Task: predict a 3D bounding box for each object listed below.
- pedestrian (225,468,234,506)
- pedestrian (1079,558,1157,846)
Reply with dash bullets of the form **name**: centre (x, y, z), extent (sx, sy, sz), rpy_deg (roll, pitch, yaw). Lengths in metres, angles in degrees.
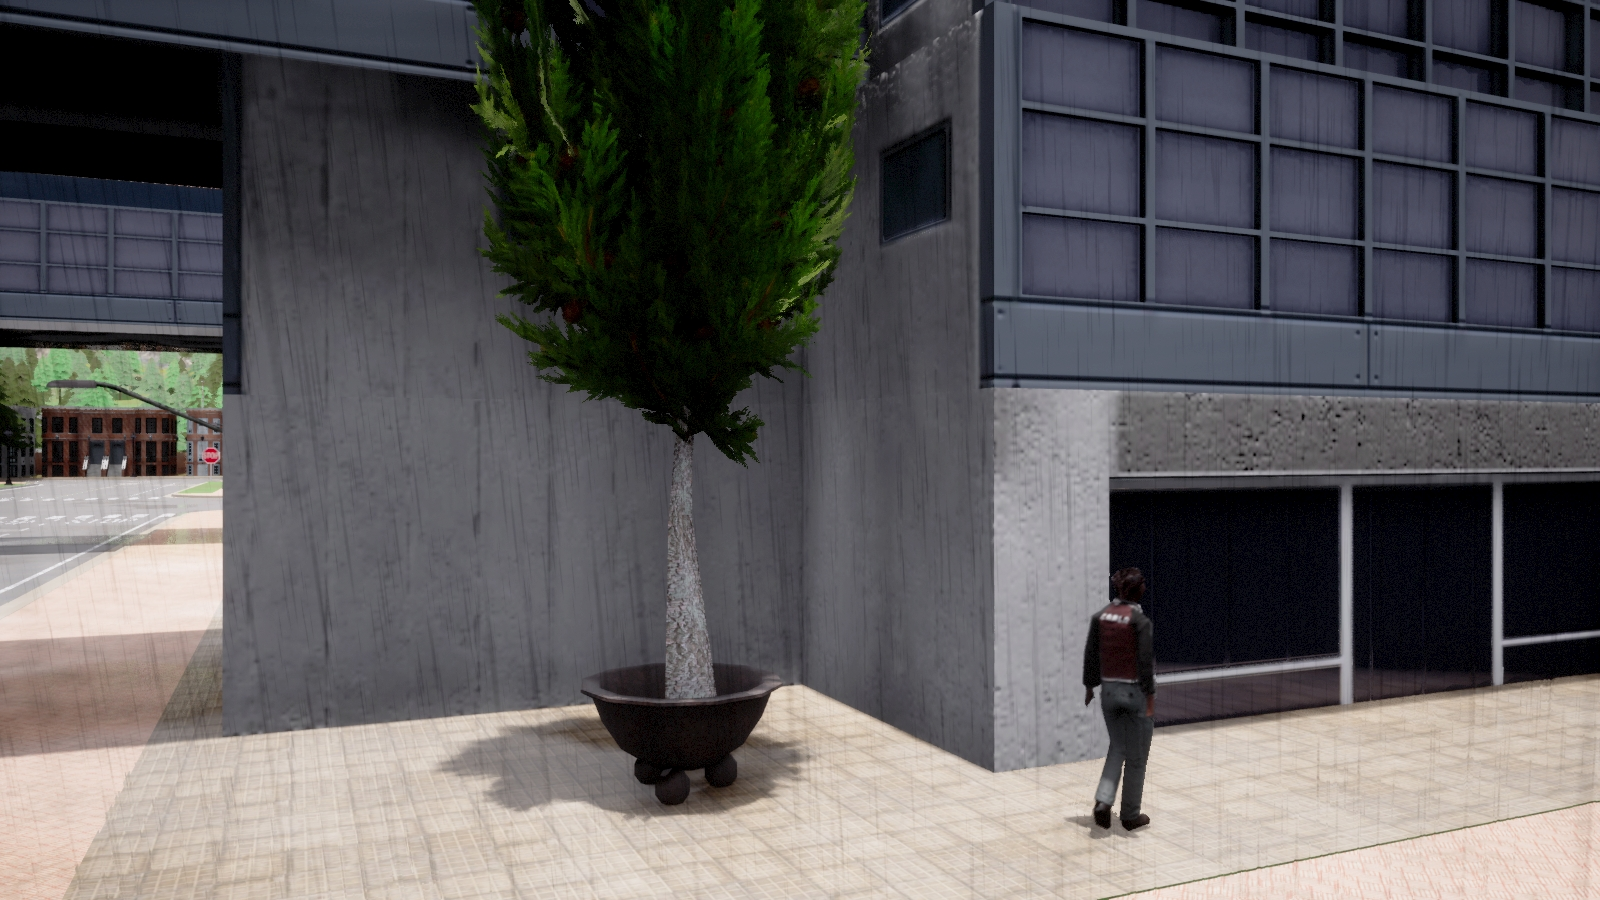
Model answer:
- **pedestrian**: centre (-28.375, 1.849, 56.797), extent (0.375, 1.860, 0.375), rpy_deg (0, 0, -24)
- **pedestrian**: centre (2.179, 1.698, 7.838), extent (0.375, 1.860, 0.375), rpy_deg (0, 0, -44)
